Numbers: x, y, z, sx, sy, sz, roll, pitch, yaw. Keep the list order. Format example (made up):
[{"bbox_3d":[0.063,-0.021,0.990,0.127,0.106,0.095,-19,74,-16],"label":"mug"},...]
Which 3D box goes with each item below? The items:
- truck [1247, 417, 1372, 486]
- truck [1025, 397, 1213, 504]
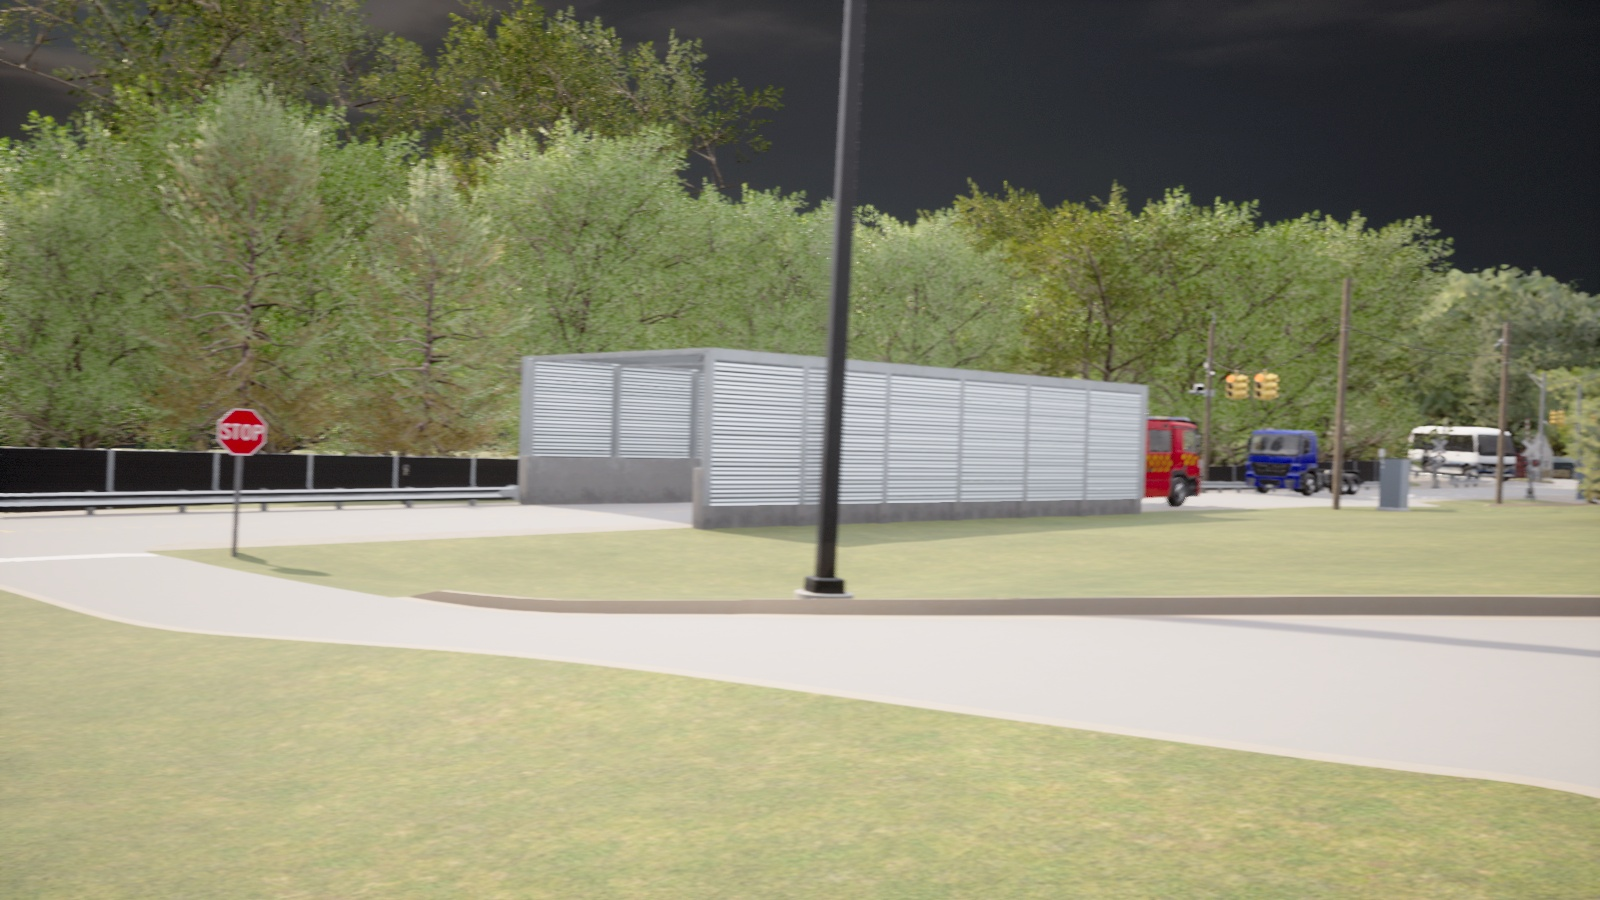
[{"bbox_3d":[27.168,0.015,66.798,7.936,3.462,2.891,0,1,-42],"label":"truck"},{"bbox_3d":[12.544,-0.028,48.869,8.468,3.827,2.891,0,2,-43],"label":"truck"}]
